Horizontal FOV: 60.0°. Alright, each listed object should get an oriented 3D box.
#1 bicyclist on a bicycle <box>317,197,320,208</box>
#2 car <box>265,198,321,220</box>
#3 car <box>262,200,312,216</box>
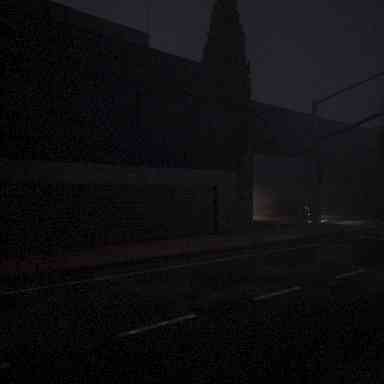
[{"bbox_3d":[16.181,1.303,43.227,1.656,1.620,0.582,0,0,-37],"label":"bicyclist on a bicycle"},{"bbox_3d":[8.622,1.352,28.306,2.097,1.767,4.553,0,0,-37],"label":"car"},{"bbox_3d":[9.387,1.526,33.132,1.812,1.442,4.674,0,0,-37],"label":"car"}]
